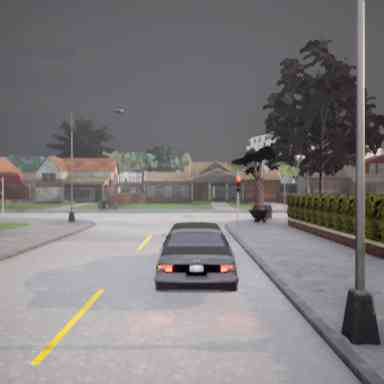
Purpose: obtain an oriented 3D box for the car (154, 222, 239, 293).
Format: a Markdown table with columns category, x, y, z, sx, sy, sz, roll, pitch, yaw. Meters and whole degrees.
| category | x | y | z | sx | sy | sz | roll | pitch | yaw |
| --- | --- | --- | --- | --- | --- | --- | --- | --- | --- |
| car | 0.099 | 1.519 | 8.948 | 2.033 | 1.411 | 5.357 | 0 | 0 | 0 |
